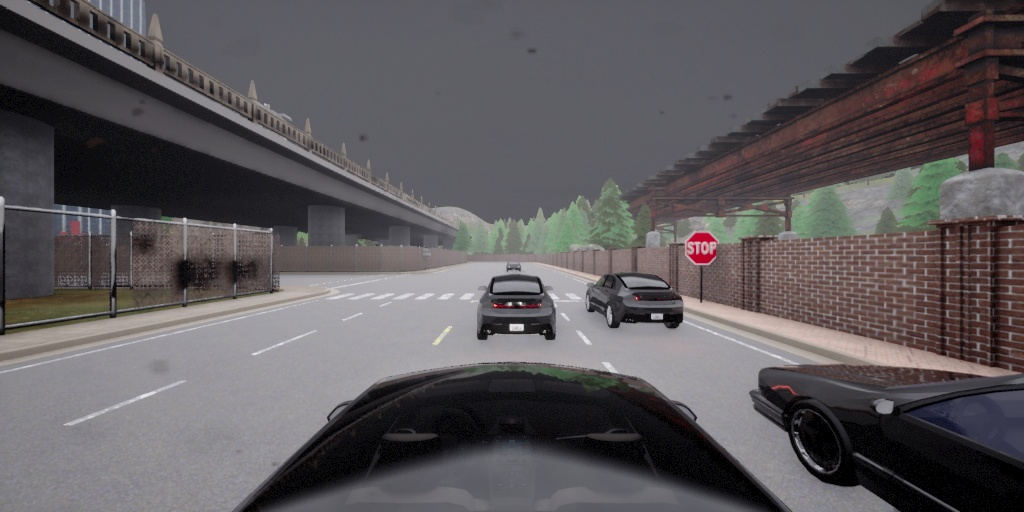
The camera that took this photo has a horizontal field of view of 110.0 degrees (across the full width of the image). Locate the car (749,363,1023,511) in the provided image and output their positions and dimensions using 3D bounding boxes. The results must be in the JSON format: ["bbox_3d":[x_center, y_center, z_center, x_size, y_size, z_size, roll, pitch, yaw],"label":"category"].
[{"bbox_3d":[3.600,1.297,1.565,2.033,1.411,5.357,0,0,0],"label":"car"}]

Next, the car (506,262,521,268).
[{"bbox_3d":[0.209,1.365,46.244,1.895,1.301,4.718,0,0,-1],"label":"car"}]

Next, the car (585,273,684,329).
[{"bbox_3d":[3.606,1.258,11.311,1.837,1.490,4.892,0,0,0],"label":"car"}]

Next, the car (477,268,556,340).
[{"bbox_3d":[0.103,1.257,9.954,1.837,1.490,4.892,0,0,0],"label":"car"}]
